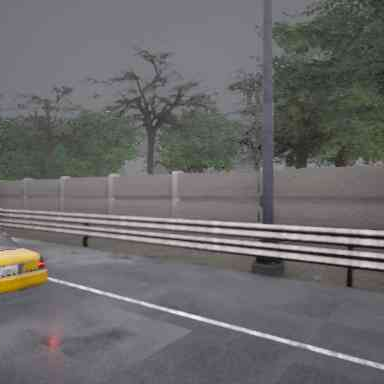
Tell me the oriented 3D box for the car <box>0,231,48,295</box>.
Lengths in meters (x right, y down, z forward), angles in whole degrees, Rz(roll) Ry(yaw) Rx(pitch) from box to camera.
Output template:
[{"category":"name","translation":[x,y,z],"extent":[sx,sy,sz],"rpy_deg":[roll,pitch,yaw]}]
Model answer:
[{"category":"car","translation":[-5.555,1.472,7.832],"extent":[5.366,1.575,1.801],"rpy_deg":[0,0,36]}]
